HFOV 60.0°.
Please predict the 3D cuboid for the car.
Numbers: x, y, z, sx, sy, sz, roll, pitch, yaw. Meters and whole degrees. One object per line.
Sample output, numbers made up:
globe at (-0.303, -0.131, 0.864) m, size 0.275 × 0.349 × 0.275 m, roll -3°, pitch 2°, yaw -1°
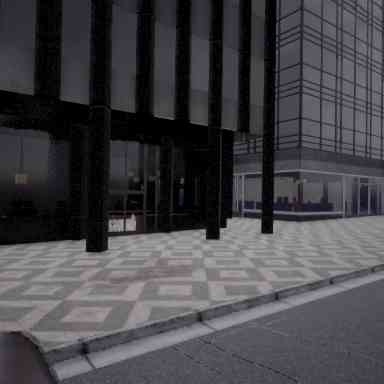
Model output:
car at (-3.166, 1.546, 1.121) m, size 5.357 × 1.411 × 2.033 m, roll 0°, pitch 0°, yaw -35°
